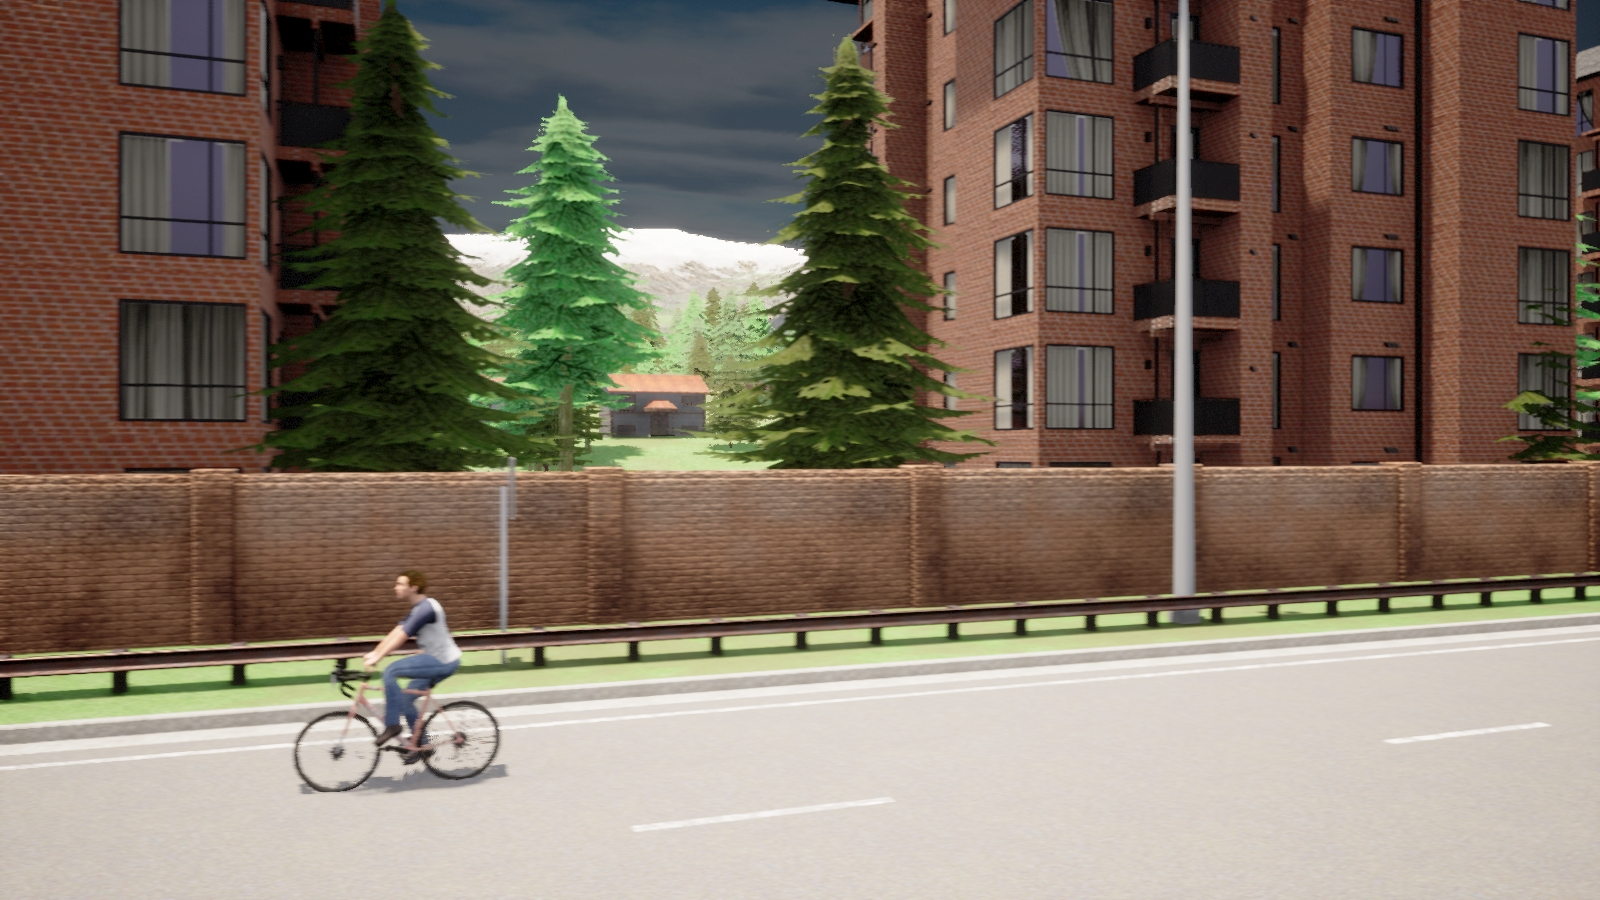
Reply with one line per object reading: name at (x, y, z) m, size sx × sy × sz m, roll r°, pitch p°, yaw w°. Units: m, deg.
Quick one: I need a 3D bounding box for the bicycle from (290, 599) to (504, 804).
bicycle at (-3.338, 2.055, 9.532) m, size 1.643 × 1.496 × 0.373 m, roll 0°, pitch 0°, yaw -20°
